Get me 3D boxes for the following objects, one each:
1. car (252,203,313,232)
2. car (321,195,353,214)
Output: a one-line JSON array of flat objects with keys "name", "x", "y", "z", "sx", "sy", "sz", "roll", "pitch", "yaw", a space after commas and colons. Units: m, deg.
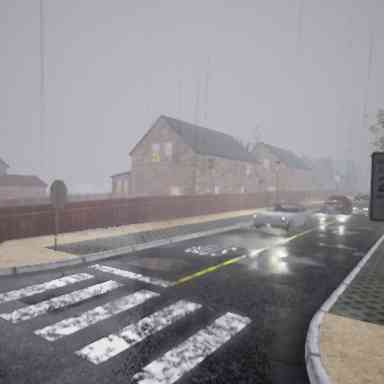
[{"name": "car", "x": 4.982, "y": 1.284, "z": 18.000, "sx": 1.895, "sy": 1.301, "sz": 4.718, "roll": 2, "pitch": 2, "yaw": 35}, {"name": "car", "x": 12.675, "y": 1.039, "z": 29.005, "sx": 1.812, "sy": 1.442, "sz": 4.674, "roll": 2, "pitch": 2, "yaw": 35}]
